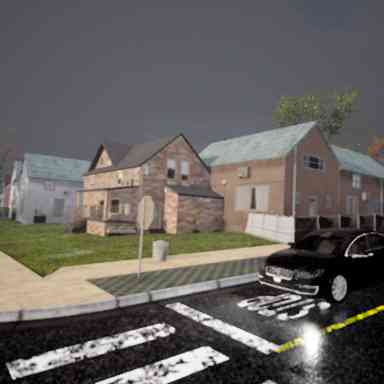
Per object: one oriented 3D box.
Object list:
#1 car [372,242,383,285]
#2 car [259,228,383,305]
[{"bbox_3d":[6.066,1.740,6.822,5.357,1.411,2.033,2,-2,-37],"label":"car"},{"bbox_3d":[3.859,1.743,8.775,4.892,1.490,1.837,2,-2,-36],"label":"car"}]
